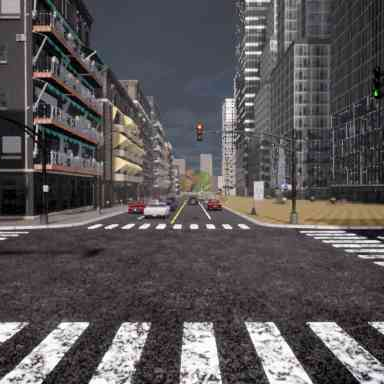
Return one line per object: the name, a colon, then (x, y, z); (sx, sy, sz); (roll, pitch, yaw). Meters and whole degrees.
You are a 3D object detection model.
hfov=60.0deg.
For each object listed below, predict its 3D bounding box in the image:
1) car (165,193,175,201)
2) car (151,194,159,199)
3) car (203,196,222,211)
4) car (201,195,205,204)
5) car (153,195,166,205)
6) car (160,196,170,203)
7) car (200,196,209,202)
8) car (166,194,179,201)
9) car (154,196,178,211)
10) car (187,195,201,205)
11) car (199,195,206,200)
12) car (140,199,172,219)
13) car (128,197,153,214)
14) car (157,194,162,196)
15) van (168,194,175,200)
car: (-5.598, 1.322, 86.258); (2.192, 1.841, 5.009); (-1, 0, 0)
car: (-5.652, 1.436, 41.066); (1.967, 1.590, 4.097); (-1, 0, 0)
car: (2.697, 1.541, 41.113); (1.887, 1.381, 4.507); (-1, 0, 0)
car: (2.725, 1.551, 63.709); (2.008, 1.369, 4.403); (-1, 0, 0)
car: (-5.631, 1.439, 58.013); (1.967, 1.590, 4.097); (-1, 0, 0)
car: (-5.615, 1.584, 69.311); (1.802, 1.307, 4.206); (-1, 0, 0)
car: (2.739, 1.548, 75.007); (1.887, 1.381, 4.507); (-1, 0, 0)
car: (-3.027, 1.502, 49.709); (1.837, 1.490, 4.892); (0, 0, 0)
car: (-3.039, 1.560, 39.528); (1.994, 1.385, 4.181); (0, 0, 1)
car: (0.167, 1.525, 58.761); (1.812, 1.442, 4.674); (0, 0, 0)
car: (2.760, 1.535, 92.125); (1.752, 1.417, 4.829); (-1, 0, 0)
car: (-3.063, 1.597, 29.467); (1.895, 1.301, 4.718); (0, 0, 0)
car: (-5.657, 1.540, 35.417); (1.887, 1.381, 4.507); (-1, 0, 0)
car: (-5.639, 1.312, 52.365); (2.192, 1.841, 5.009); (-1, 0, 0)
van: (-5.590, 1.351, 91.906); (1.690, 1.788, 3.998); (-1, 0, 0)
